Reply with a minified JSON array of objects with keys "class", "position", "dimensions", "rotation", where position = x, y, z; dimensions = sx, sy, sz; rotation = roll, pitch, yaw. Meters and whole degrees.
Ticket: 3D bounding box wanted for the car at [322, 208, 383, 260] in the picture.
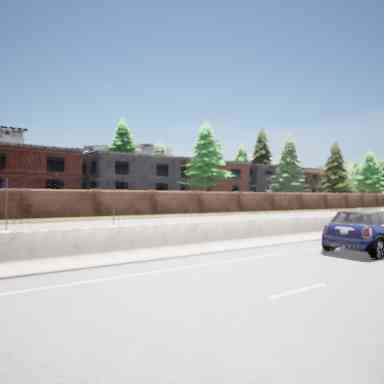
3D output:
[{"class":"car","position":[7.274,1.497,13.329],"dimensions":[4.553,1.767,2.097],"rotation":[1,-1,-35]}]
